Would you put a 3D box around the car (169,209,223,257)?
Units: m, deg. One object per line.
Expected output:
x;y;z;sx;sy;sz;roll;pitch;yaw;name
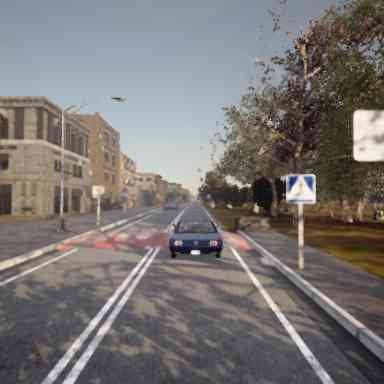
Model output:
0.156;1.680;13.594;1.895;1.301;4.718;0;3;1;car

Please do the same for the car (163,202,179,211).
-2.966;2.094;48.240;1.994;1.385;4.181;0;-1;1;car
